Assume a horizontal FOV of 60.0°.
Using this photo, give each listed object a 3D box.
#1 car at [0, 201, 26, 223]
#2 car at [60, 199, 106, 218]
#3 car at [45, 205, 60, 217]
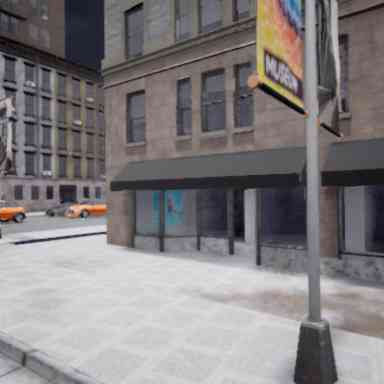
[{"bbox_3d":[-14.702,1.465,24.236,2.097,1.767,4.553,-1,-1,35],"label":"car"},{"bbox_3d":[-9.569,1.491,31.440,2.097,1.767,4.553,-1,-1,36],"label":"car"},{"bbox_3d":[-12.336,1.749,33.130,1.994,1.385,4.181,-1,-1,36],"label":"car"}]
